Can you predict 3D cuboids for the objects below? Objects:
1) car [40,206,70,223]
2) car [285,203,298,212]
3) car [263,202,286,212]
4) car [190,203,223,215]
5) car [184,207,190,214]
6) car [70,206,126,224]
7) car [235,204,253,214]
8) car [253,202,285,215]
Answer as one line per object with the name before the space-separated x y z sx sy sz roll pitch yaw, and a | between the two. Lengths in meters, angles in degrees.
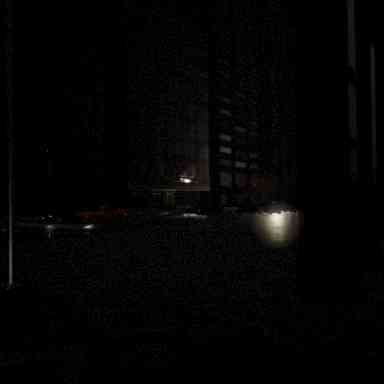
car | -11.861 2.124 31.627 1.837 1.490 4.892 -1 -2 36
car | 16.672 2.487 54.302 2.033 1.411 5.357 -1 -1 36
car | 14.037 2.481 56.206 2.128 1.511 4.902 -1 -1 36
car | 2.407 2.327 45.789 2.128 1.511 4.902 -1 -1 36
car | 1.002 2.461 49.378 2.033 1.411 5.357 -1 -1 36
car | -8.378 2.066 30.892 1.882 1.535 5.008 -1 -1 36
car | 8.234 2.402 48.091 2.033 1.411 5.357 -1 -1 36
car | 10.644 2.304 45.879 1.837 1.490 4.892 -1 -1 36
